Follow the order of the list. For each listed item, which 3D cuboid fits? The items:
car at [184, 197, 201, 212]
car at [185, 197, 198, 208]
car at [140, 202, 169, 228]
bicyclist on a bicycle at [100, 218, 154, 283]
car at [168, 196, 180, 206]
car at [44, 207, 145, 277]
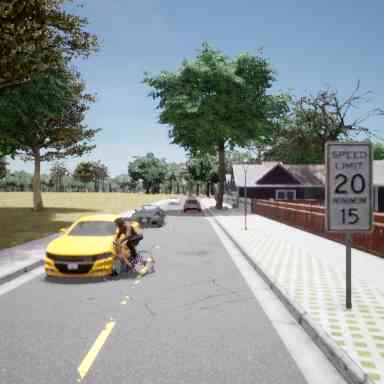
[{"bbox_3d":[0.033,1.550,38.692,1.994,1.385,4.181,0,0,0],"label":"car"},{"bbox_3d":[-0.041,1.466,48.705,1.837,1.490,4.892,0,0,0],"label":"car"},{"bbox_3d":[-2.874,1.565,22.261,1.994,1.385,4.181,0,0,1],"label":"car"},{"bbox_3d":[-1.714,1.491,8.760,1.656,1.620,0.582,-2,-7,-45],"label":"bicyclist on a bicycle"},{"bbox_3d":[-2.936,1.468,54.211,1.812,1.442,4.674,0,0,0],"label":"car"},{"bbox_3d":[-2.876,1.488,10.535,1.882,1.535,5.008,1,1,0],"label":"car"}]
